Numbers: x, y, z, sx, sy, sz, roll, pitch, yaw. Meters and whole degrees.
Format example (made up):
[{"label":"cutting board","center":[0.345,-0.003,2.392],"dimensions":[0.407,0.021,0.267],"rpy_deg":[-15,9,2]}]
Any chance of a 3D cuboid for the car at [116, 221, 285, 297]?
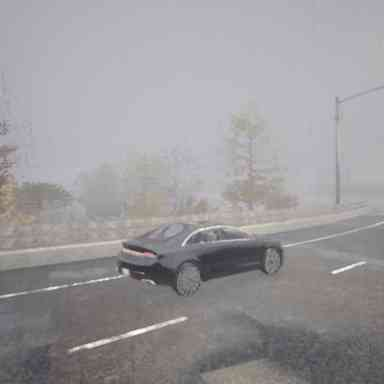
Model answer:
[{"label":"car","center":[0.460,1.516,8.749],"dimensions":[4.902,1.511,2.128],"rpy_deg":[0,0,-39]}]
